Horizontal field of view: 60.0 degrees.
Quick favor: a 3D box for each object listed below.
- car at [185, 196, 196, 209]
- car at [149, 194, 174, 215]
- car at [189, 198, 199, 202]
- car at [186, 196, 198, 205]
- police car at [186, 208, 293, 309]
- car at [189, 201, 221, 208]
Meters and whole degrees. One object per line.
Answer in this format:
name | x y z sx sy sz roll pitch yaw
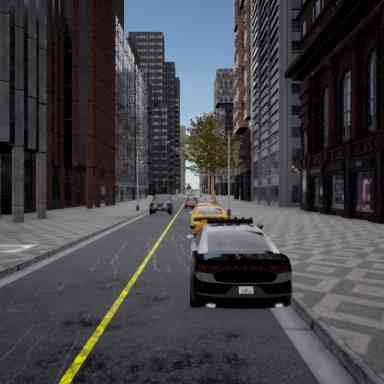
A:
car | 0.015 1.564 45.944 1.994 1.385 4.181 0 0 1
car | -3.003 1.222 33.629 2.150 2.045 5.566 0 0 0
car | 0.897 1.455 24.189 1.801 1.575 5.366 0 0 0
car | -0.006 1.476 58.551 1.882 1.535 5.008 0 0 0
police car | 0.899 1.425 8.108 1.930 1.638 5.238 0 0 0
car | 0.898 1.478 17.998 1.882 1.535 5.008 0 0 0
